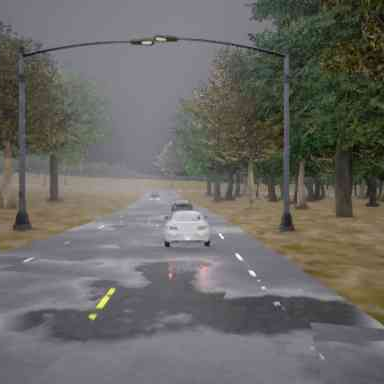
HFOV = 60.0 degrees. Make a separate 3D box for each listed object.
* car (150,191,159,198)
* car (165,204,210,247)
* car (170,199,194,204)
[{"bbox_3d":[-8.591,0.495,76.390,2.097,1.767,4.553,0,2,-6],"label":"car"},{"bbox_3d":[-0.233,1.499,14.756,1.812,1.442,4.674,0,0,-2],"label":"car"},{"bbox_3d":[-0.906,1.372,29.795,1.837,1.490,4.892,0,1,-3],"label":"car"}]
